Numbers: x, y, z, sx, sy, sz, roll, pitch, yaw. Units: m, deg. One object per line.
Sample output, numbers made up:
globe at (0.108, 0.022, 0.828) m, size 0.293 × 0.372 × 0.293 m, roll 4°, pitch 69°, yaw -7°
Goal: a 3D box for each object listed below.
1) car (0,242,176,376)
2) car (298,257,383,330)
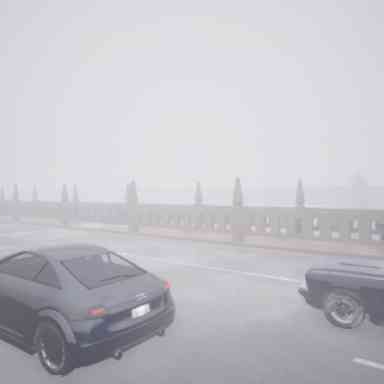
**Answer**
car at (-2.321, 1.571, 5.643) m, size 4.181 × 1.385 × 1.994 m, roll 0°, pitch 0°, yaw 35°
car at (4.237, 1.600, 5.268) m, size 4.718 × 1.301 × 1.895 m, roll 0°, pitch 0°, yaw 35°
